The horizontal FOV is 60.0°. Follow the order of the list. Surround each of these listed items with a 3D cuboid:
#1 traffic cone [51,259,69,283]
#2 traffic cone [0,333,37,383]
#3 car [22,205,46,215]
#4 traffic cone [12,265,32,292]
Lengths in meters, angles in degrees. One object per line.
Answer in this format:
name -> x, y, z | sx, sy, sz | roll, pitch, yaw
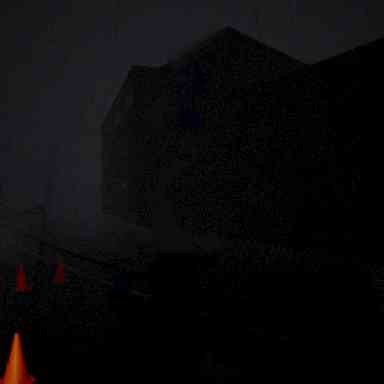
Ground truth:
traffic cone -> -3.515, 2.071, 8.843 | 0.340, 0.580, 0.340 | 0, -1, 37
traffic cone -> -2.131, 2.012, 4.044 | 0.340, 0.580, 0.340 | 0, -1, 37
car -> -24.652, 2.791, 52.024 | 1.882, 1.535, 5.008 | -2, -2, -1
traffic cone -> -4.118, 2.057, 8.052 | 0.340, 0.580, 0.340 | 0, -1, 36
